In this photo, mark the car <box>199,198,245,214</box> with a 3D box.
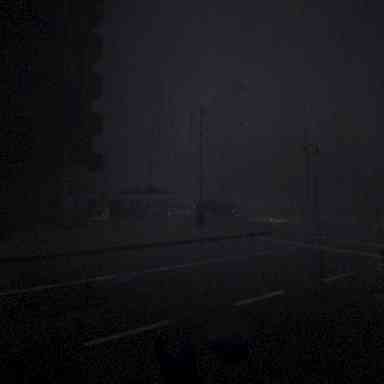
[{"bbox_3d":[3.119,1.420,35.599,2.128,1.511,4.902,0,0,-36],"label":"car"}]

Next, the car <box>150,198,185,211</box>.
[{"bbox_3d":[-3.513,1.479,38.892,2.033,1.411,5.357,0,0,-36],"label":"car"}]

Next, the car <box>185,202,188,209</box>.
[{"bbox_3d":[-2.494,1.455,42.944,1.812,1.442,4.674,0,0,-40],"label":"car"}]

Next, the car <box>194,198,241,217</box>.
[{"bbox_3d":[2.160,1.423,30.962,2.128,1.511,4.902,0,0,-38],"label":"car"}]

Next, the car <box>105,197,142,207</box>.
[{"bbox_3d":[-10.267,1.480,49.952,5.357,1.411,2.033,0,0,29],"label":"car"}]

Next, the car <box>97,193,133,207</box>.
[{"bbox_3d":[-10.685,1.154,46.068,5.566,2.045,2.150,0,0,34],"label":"car"}]
